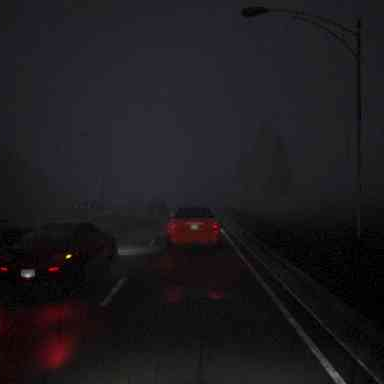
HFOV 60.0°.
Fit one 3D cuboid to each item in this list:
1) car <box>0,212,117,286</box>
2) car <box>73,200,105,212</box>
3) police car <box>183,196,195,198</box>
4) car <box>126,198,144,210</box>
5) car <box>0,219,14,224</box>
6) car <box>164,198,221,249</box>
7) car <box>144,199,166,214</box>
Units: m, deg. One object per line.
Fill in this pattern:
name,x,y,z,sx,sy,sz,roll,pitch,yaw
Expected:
car,-3.407,1.515,9.214,1.812,1.442,4.674,0,0,0
car,-10.421,1.509,33.993,2.033,1.411,5.357,0,0,0
police car,-0.428,1.368,51.097,1.930,1.638,5.238,1,0,-7
car,-6.928,1.480,40.970,1.812,1.442,4.674,0,0,0
car,-6.906,1.588,11.451,1.895,1.301,4.718,0,0,0
car,0.089,1.336,14.670,2.097,1.767,4.553,0,0,0
car,-3.421,1.439,34.204,1.882,1.535,5.008,0,0,0
